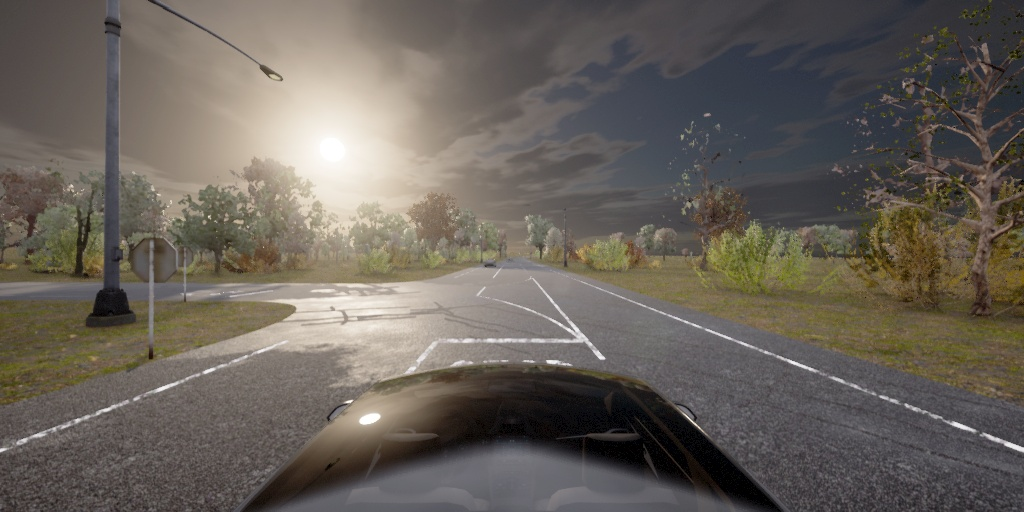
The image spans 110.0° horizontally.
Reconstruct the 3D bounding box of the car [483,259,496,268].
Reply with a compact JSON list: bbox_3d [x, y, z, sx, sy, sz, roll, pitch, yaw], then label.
[{"bbox_3d":[-3.456,1.224,57.269,2.033,1.411,5.357,0,0,0],"label":"car"}]
